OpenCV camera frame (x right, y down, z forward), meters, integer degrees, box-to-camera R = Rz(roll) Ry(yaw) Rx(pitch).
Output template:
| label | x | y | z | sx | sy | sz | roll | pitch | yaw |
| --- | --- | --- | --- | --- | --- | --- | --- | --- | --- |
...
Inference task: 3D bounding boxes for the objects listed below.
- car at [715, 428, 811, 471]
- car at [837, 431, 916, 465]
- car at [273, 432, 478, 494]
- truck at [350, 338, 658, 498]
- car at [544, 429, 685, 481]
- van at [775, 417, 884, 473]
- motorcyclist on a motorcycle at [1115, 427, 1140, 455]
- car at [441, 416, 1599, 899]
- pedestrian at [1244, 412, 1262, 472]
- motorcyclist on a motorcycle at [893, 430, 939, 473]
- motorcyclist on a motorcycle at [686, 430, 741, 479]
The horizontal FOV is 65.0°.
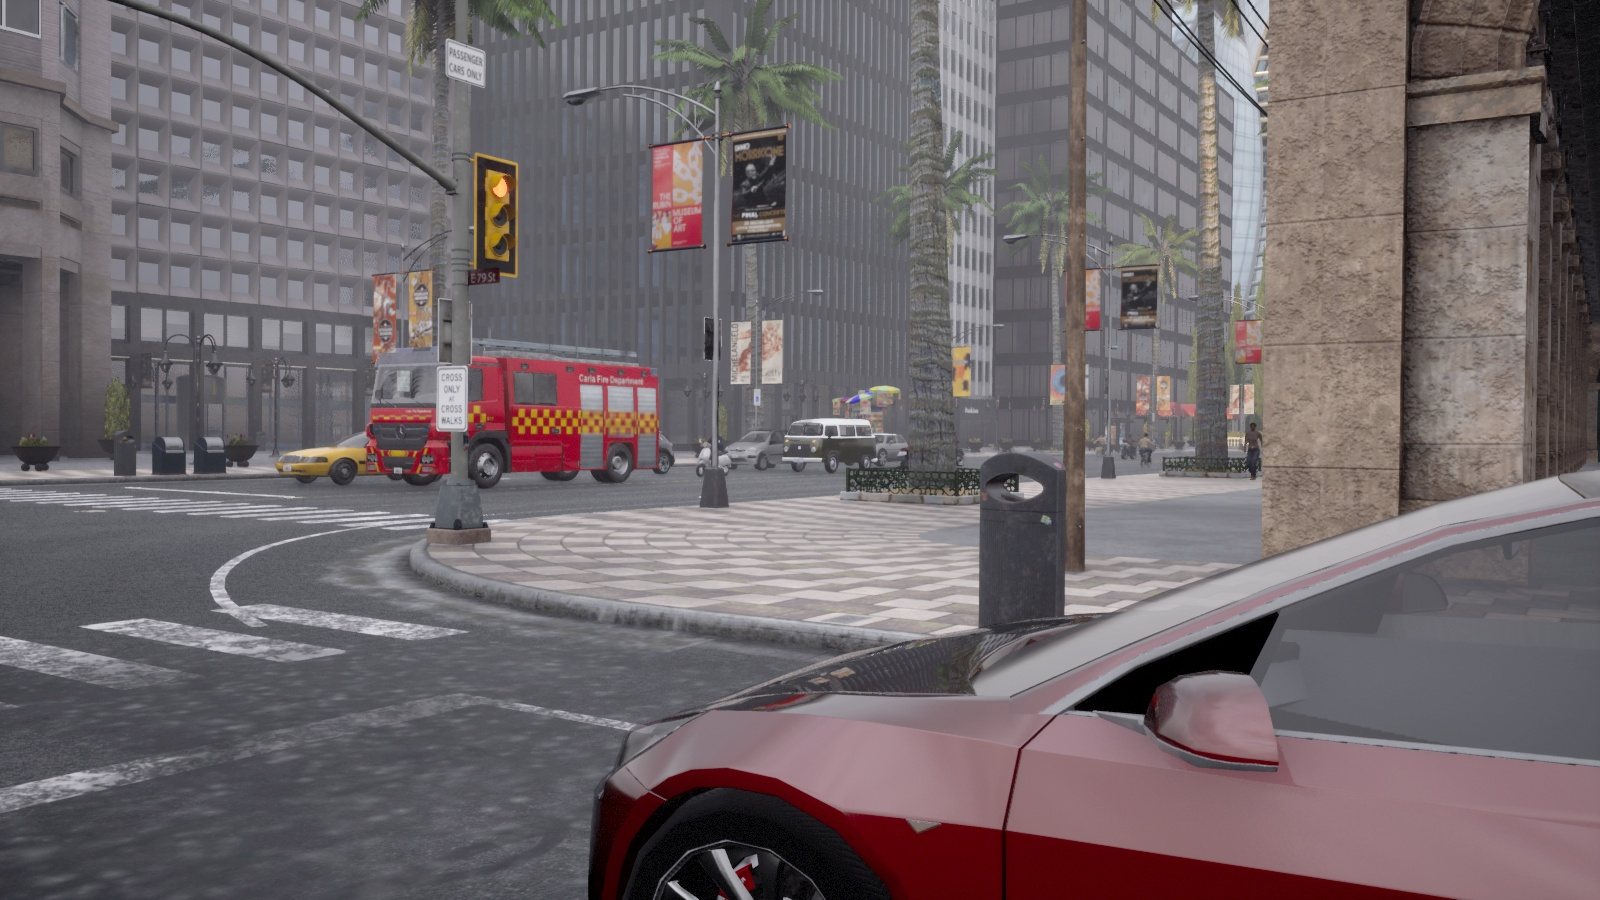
| label | x | y | z | sx | sy | sz | roll | pitch | yaw |
| --- | --- | --- | --- | --- | --- | --- | --- | --- | --- |
| car | -1.421 | -0.042 | 50.156 | 1.851 | 1.617 | 3.988 | 0 | 1 | 34 |
| car | 3.556 | -0.123 | 57.677 | 1.970 | 1.475 | 3.806 | 0 | 1 | 33 |
| car | -11.593 | 0.301 | 34.719 | 1.801 | 1.575 | 5.366 | 0 | 1 | 34 |
| truck | -7.730 | -0.831 | 34.274 | 2.891 | 3.827 | 8.468 | 0 | 1 | 33 |
| car | -6.252 | 0.133 | 42.845 | 2.033 | 1.649 | 4.856 | 0 | 1 | 34 |
| van | 1.180 | -0.208 | 47.746 | 2.069 | 2.038 | 4.480 | 0 | 1 | 33 |
| motorcyclist on a motorcycle | 20.053 | -0.548 | 76.777 | 0.766 | 1.649 | 2.350 | 0 | 1 | 33 |
| car | 1.787 | 0.681 | 2.457 | 4.792 | 1.488 | 2.163 | 0 | 1 | 33 |
| pedestrian | 13.715 | -0.255 | 38.037 | 0.328 | 1.805 | 0.869 | 0 | 1 | 33 |
| motorcyclist on a motorcycle | 4.252 | 0.046 | 46.046 | 0.797 | 1.523 | 2.044 | 0 | 1 | 34 |
| motorcyclist on a motorcycle | -2.858 | 0.142 | 41.631 | 0.866 | 1.590 | 1.817 | 0 | 1 | 33 |
